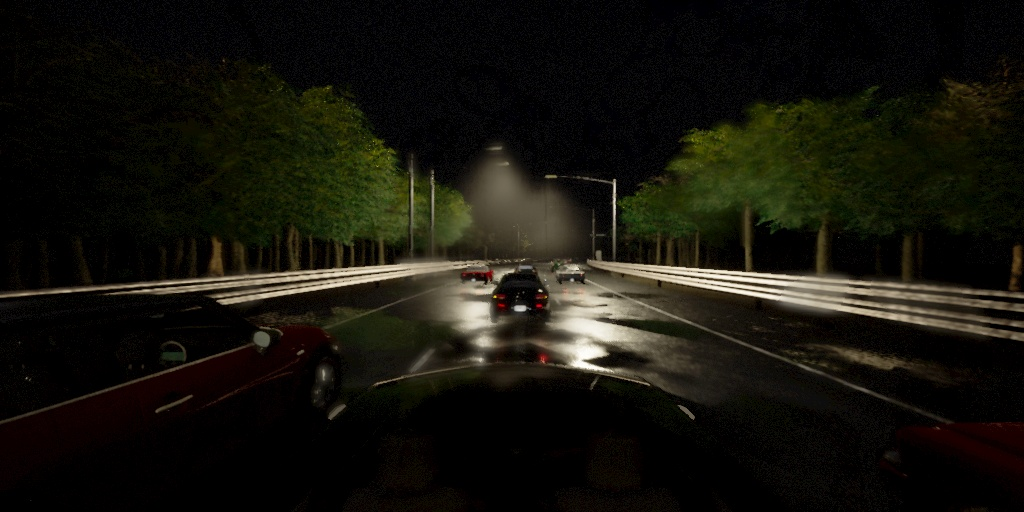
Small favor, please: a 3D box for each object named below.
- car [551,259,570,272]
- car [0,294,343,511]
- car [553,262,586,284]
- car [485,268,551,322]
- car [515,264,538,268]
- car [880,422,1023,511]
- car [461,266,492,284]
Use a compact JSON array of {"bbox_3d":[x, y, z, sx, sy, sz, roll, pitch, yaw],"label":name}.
[{"bbox_3d":[6.401,1.168,48.769,2.097,1.767,4.553,0,0,7],"label":"car"},{"bbox_3d":[-3.358,1.100,3.061,2.097,1.767,4.553,0,0,0],"label":"car"},{"bbox_3d":[4.388,1.390,27.417,1.895,1.301,4.718,0,0,4],"label":"car"},{"bbox_3d":[0.296,1.291,12.242,1.812,1.442,4.674,0,0,1],"label":"car"},{"bbox_3d":[1.177,1.353,29.748,1.994,1.385,4.181,0,0,4],"label":"car"},{"bbox_3d":[3.503,1.352,0.307,1.895,1.301,4.718,0,0,0],"label":"car"},{"bbox_3d":[-2.519,1.383,27.164,1.895,1.301,4.718,0,0,4],"label":"car"}]
